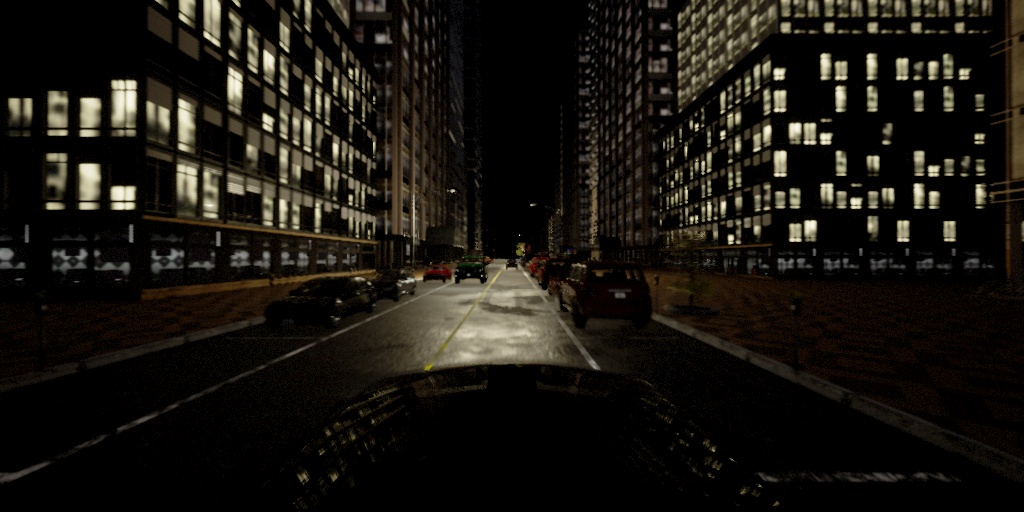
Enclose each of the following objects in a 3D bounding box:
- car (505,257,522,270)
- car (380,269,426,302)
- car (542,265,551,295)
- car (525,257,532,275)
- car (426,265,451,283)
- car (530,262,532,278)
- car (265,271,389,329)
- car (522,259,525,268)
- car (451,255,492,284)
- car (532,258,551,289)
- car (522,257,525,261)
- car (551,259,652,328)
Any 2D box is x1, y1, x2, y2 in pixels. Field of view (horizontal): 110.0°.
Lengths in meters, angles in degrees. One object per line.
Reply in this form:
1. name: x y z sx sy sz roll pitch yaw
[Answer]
1. car: -0.007 1.247 52.441 2.128 1.511 4.902 0 0 0
2. car: -5.692 1.304 16.852 2.007 1.370 4.403 0 0 0
3. car: 2.689 1.297 16.854 1.888 1.381 4.507 0 0 0
4. car: 2.687 1.068 33.473 2.192 1.841 5.009 0 0 0
5. car: -5.693 1.337 27.932 1.802 1.307 4.207 0 0 0
6. car: 2.687 1.319 27.934 1.948 1.339 4.313 0 0 0
7. car: -5.691 1.319 11.314 1.948 1.339 4.313 0 0 0
8. car: 2.685 1.305 44.552 2.007 1.370 4.403 0 0 0
9. car: -3.005 0.961 27.617 2.150 2.045 5.566 0 0 0
10. car: 2.688 1.067 22.395 2.192 1.841 5.009 0 0 0
11. car: 2.684 1.280 50.261 1.751 1.417 4.829 0 0 0
12. car: 2.689 1.066 11.315 2.192 1.841 5.009 0 0 0
